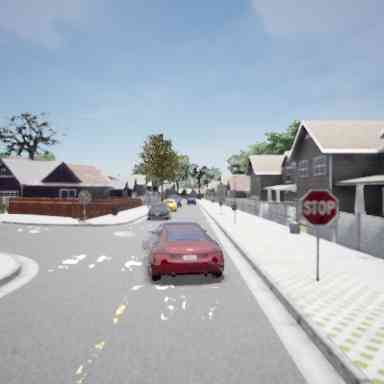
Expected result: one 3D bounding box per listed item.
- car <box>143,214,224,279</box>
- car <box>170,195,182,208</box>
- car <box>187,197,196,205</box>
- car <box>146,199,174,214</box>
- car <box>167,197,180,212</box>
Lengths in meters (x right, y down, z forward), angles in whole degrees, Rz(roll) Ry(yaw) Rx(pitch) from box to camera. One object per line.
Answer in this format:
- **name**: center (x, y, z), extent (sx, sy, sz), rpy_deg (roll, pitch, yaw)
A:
- **car**: center (-0.408, 1.611, 10.298), extent (1.994, 1.385, 4.181), rpy_deg (0, 0, -10)
- **car**: center (-2.902, 1.550, 56.077), extent (2.150, 2.045, 5.566), rpy_deg (0, -1, 0)
- **car**: center (-0.116, 1.928, 71.514), extent (1.882, 1.535, 5.008), rpy_deg (0, -1, 0)
- **car**: center (-2.892, 1.655, 29.898), extent (1.837, 1.490, 4.892), rpy_deg (0, 0, 0)
- **car**: center (-2.910, 1.707, 42.316), extent (1.882, 1.535, 5.008), rpy_deg (0, 0, 0)
